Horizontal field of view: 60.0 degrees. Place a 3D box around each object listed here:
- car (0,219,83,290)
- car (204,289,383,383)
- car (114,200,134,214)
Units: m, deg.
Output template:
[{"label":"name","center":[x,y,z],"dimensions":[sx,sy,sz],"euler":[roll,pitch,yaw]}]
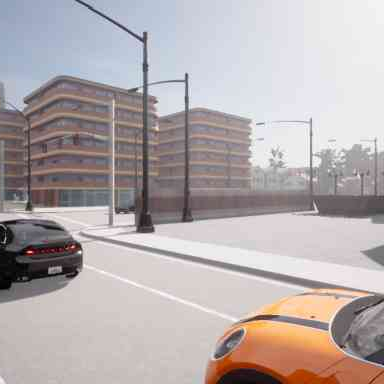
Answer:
[{"label":"car","center":[-4.726,1.505,9.238],"dimensions":[1.837,1.490,4.892],"euler":[0,0,-43]},{"label":"car","center":[2.264,1.352,2.345],"dimensions":[4.553,1.767,2.097],"euler":[0,0,40]},{"label":"car","center":[-5.997,1.547,35.292],"dimensions":[5.357,1.411,2.033],"euler":[0,0,-44]}]
